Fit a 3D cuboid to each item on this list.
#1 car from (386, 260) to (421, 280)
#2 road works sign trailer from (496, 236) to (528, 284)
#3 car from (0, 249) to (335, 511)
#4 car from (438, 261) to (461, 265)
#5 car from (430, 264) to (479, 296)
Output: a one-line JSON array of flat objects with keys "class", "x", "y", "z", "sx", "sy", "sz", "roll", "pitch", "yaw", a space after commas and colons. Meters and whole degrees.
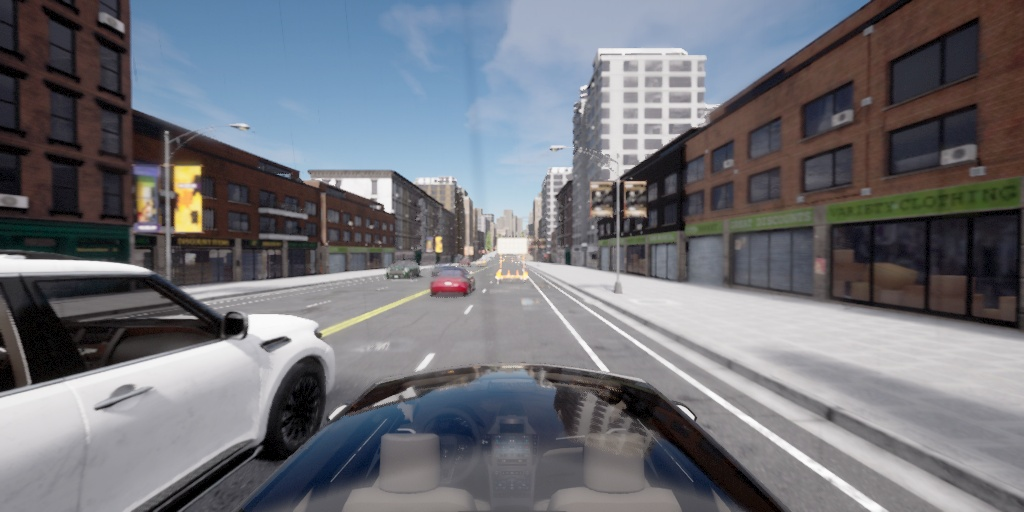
[{"class": "car", "x": -9.833, "y": 1.179, "z": 32.701, "sx": 2.097, "sy": 1.767, "sz": 4.553, "roll": 0, "pitch": 0, "yaw": 0}, {"class": "road works sign trailer", "x": 0.028, "y": 0.271, "z": 27.637, "sx": 2.380, "sy": 3.560, "sz": 2.880, "roll": 0, "pitch": 0, "yaw": 3}, {"class": "car", "x": -3.152, "y": 0.972, "z": 1.855, "sx": 2.150, "sy": 2.045, "sz": 5.566, "roll": 0, "pitch": 0, "yaw": 0}, {"class": "car", "x": -6.583, "y": 1.400, "z": 35.040, "sx": 1.994, "sy": 1.385, "sz": 4.181, "roll": 0, "pitch": 0, "yaw": 0}, {"class": "car", "x": -3.149, "y": 1.341, "z": 19.694, "sx": 1.994, "sy": 1.385, "sz": 4.181, "roll": 0, "pitch": 0, "yaw": 0}]
